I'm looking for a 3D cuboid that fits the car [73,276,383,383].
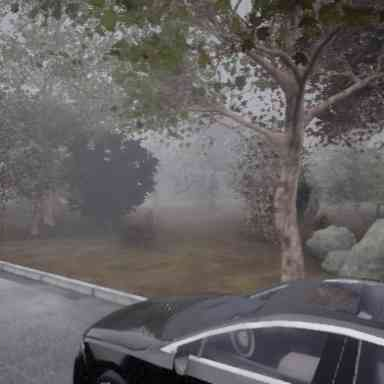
[{"bbox_3d":[1.061,1.491,2.621,4.902,1.511,2.128,0,0,35],"label":"car"}]
